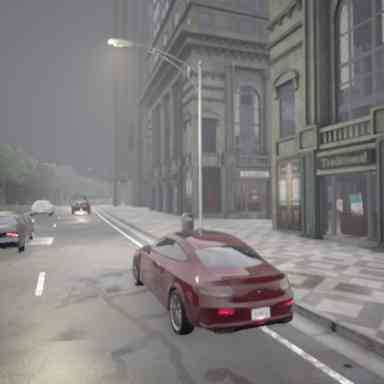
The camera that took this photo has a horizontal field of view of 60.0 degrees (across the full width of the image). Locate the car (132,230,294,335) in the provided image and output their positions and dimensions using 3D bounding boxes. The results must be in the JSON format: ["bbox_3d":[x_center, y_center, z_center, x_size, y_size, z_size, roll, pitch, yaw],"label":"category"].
[{"bbox_3d":[0.084,1.502,6.734,1.812,1.442,4.674,0,0,-22],"label":"car"}]

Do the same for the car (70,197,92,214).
[{"bbox_3d":[-11.788,1.538,35.319,1.837,1.490,4.892,0,-1,-19],"label":"car"}]

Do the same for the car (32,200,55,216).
[{"bbox_3d":[-14.250,1.525,31.819,1.812,1.442,4.674,0,-1,-19],"label":"car"}]

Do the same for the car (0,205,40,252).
[{"bbox_3d":[-7.444,1.472,13.186,2.033,1.411,5.357,0,0,-21],"label":"car"}]

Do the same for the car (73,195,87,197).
[{"bbox_3d":[-15.036,1.380,44.772,2.150,2.045,5.566,0,-1,-17],"label":"car"}]
